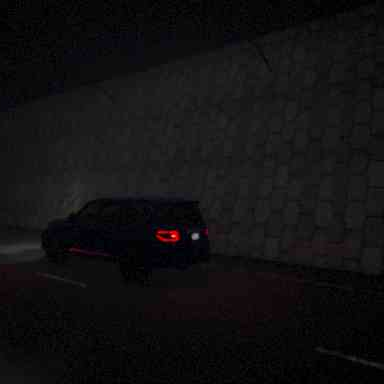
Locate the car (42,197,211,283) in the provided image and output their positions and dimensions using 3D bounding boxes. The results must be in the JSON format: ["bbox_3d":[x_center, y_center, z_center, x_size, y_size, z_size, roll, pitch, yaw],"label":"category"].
[{"bbox_3d":[-2.091,1.170,9.783,5.566,2.045,2.150,1,0,36],"label":"car"}]
